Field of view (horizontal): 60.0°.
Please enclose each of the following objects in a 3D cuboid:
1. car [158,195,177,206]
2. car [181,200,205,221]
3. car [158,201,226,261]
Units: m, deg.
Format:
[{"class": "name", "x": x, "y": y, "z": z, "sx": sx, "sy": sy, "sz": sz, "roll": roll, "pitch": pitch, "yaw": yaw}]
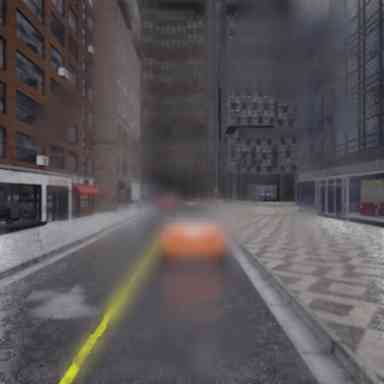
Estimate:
[{"class": "car", "x": -3.050, "y": 1.339, "z": 42.514, "sx": 2.150, "sy": 2.045, "sz": 5.566, "roll": 0, "pitch": -1, "yaw": 0}, {"class": "car", "x": 0.082, "y": 1.553, "z": 29.141, "sx": 1.882, "sy": 1.535, "sz": 5.008, "roll": 0, "pitch": 0, "yaw": 0}, {"class": "car", "x": 0.069, "y": 1.380, "z": 12.601, "sx": 2.097, "sy": 1.767, "sz": 4.553, "roll": 0, "pitch": 0, "yaw": 0}]
